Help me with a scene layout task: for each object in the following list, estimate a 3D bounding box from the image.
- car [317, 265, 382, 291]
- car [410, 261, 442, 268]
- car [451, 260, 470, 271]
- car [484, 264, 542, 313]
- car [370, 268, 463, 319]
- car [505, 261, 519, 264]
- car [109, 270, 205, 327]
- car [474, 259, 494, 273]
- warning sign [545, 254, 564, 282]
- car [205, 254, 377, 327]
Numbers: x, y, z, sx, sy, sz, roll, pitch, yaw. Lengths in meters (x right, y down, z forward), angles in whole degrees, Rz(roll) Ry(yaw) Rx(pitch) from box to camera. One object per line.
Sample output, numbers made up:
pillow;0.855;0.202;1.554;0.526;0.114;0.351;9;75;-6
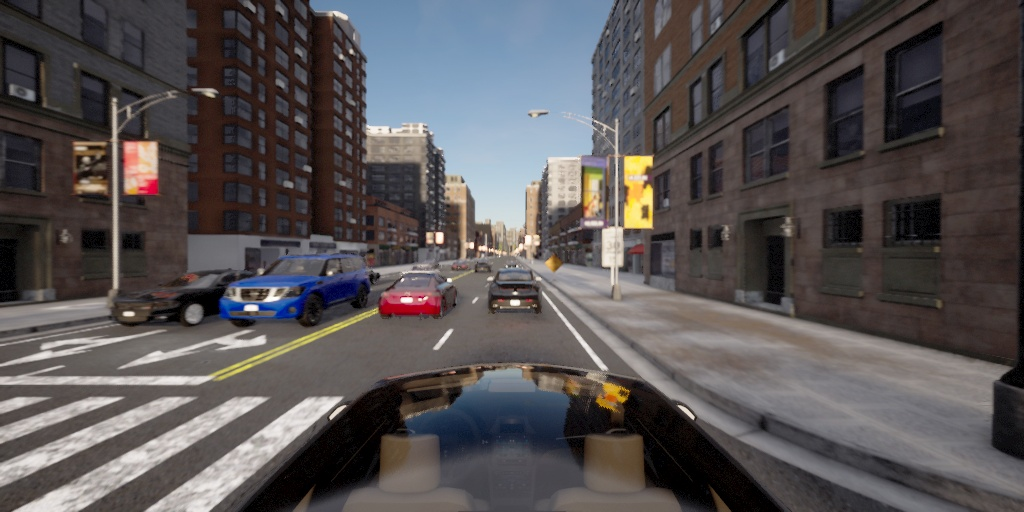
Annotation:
car;-9.845;1.288;22.175;1.895;1.301;4.718;0;0;-1
car;-6.594;1.273;25.958;1.895;1.301;4.718;0;0;0
car;-6.496;1.179;45.891;1.994;1.385;4.181;0;0;0
car;0.101;1.219;13.756;1.837;1.490;4.892;0;0;0
car;-3.150;1.283;12.766;1.994;1.385;4.181;0;0;0
car;0.008;1.216;41.850;1.895;1.301;4.718;0;0;0
car;-9.847;1.203;11.709;1.882;1.535;5.008;0;0;0
car;-3.244;1.125;41.143;1.837;1.490;4.892;0;1;0
warning sign;2.853;0.790;24.296;1.300;1.860;1.060;0;0;0
car;-6.586;0.946;11.800;2.150;2.045;5.566;0;0;0
